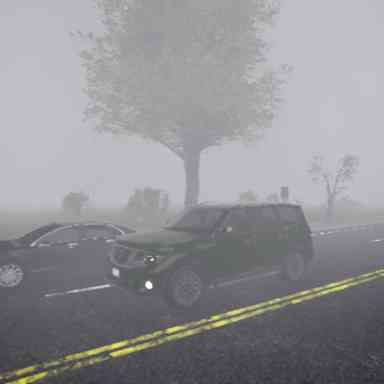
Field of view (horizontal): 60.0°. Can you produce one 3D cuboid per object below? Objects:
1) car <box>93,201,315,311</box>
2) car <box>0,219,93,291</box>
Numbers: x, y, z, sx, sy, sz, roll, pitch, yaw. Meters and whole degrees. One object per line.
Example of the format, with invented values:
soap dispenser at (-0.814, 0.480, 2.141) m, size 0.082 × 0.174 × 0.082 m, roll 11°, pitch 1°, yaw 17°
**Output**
car at (0.728, 1.267, 8.227) m, size 5.566 × 2.045 × 2.150 m, roll 1°, pitch 0°, yaw -36°
car at (-3.491, 1.538, 9.195) m, size 4.892 × 1.490 × 1.837 m, roll 1°, pitch -1°, yaw -36°
